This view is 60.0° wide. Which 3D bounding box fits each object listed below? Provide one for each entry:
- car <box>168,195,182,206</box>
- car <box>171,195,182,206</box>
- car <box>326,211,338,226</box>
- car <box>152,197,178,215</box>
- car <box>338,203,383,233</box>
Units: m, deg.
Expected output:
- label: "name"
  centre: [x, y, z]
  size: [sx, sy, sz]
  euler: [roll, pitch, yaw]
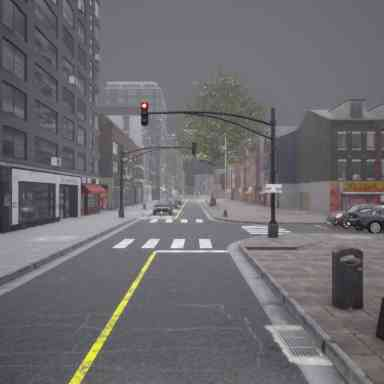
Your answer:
- label: "car"
  centre: [-2.873, 1.376, 56.499]
  size: [2.097, 1.767, 4.553]
  euler: [0, 0, 0]
- label: "car"
  centre: [-2.881, 1.505, 44.752]
  size: [2.128, 1.511, 4.902]
  euler: [0, 0, 0]
- label: "car"
  centre: [10.910, 1.515, 21.675]
  size: [4.097, 1.590, 1.967]
  euler: [0, 0, 0]
- label: "car"
  centre: [-2.878, 1.554, 34.073]
  size: [2.033, 1.411, 5.357]
  euler: [0, 0, 0]
- label: "car"
  centre: [11.387, 1.574, 19.034]
  size: [4.892, 1.490, 1.837]
  euler: [0, 0, 0]
